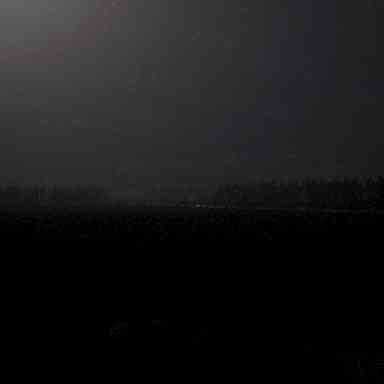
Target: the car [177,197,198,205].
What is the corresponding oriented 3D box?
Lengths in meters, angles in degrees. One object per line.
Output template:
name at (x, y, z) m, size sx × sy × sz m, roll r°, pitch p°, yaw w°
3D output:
car at (-0.893, 1.678, 62.667) m, size 2.097 × 1.767 × 4.553 m, roll 0°, pitch 0°, yaw -36°
